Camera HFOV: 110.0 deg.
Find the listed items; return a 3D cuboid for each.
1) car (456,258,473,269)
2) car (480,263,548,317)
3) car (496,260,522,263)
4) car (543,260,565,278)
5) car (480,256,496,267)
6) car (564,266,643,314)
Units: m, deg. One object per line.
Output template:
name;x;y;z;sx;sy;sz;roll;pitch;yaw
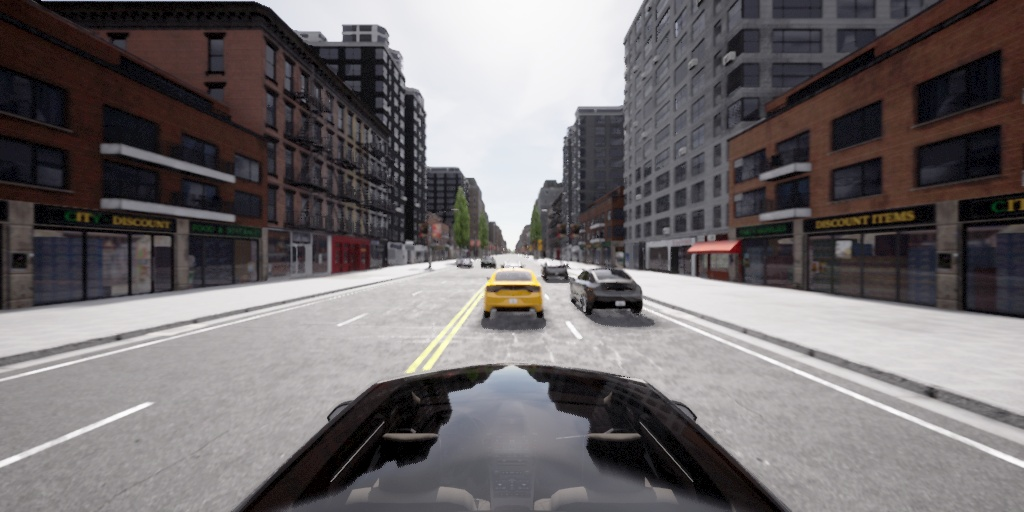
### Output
car;-6.570;1.025;50.503;2.033;1.411;5.357;0;0;0
car;0.067;1.167;12.975;1.882;1.535;5.008;0;0;1
car;0.071;1.094;28.841;2.128;1.511;4.902;0;0;1
car;3.329;1.094;28.830;2.128;1.511;4.902;0;0;0
car;-3.314;0.827;51.128;2.097;1.767;4.553;0;0;0
car;3.321;1.192;13.354;1.837;1.490;4.892;0;0;0
